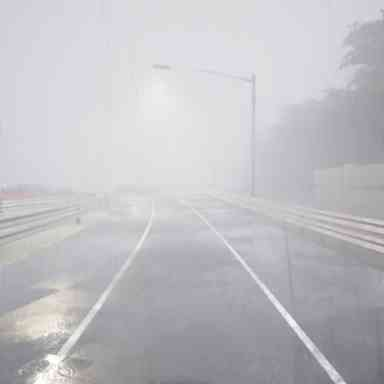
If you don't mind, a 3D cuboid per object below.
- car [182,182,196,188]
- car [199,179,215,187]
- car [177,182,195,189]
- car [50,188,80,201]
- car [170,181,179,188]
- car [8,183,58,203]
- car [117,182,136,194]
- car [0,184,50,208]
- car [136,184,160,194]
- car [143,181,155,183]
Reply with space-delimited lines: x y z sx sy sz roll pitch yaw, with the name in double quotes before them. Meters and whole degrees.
"car" -0.809 -1.881 86.477 2.033 1.411 5.357 0 3 17
"car" 3.998 -2.099 90.234 2.128 1.511 4.902 0 3 17
"car" -0.995 -1.262 73.991 1.895 1.301 4.718 0 3 17
"car" -15.272 0.268 39.715 1.882 1.535 5.008 0 3 17
"car" -4.164 -2.088 87.471 2.097 1.767 4.553 0 3 17
"car" -18.898 0.030 39.826 2.150 2.045 5.566 0 3 17
"car" -10.561 -0.579 54.925 2.097 1.767 4.553 0 3 17
"car" -15.163 0.535 28.219 2.150 2.045 5.566 0 3 17
"car" -6.907 -0.390 54.890 1.994 1.385 4.181 0 3 17
"car" -9.751 -0.988 69.378 1.895 1.301 4.718 0 3 17
